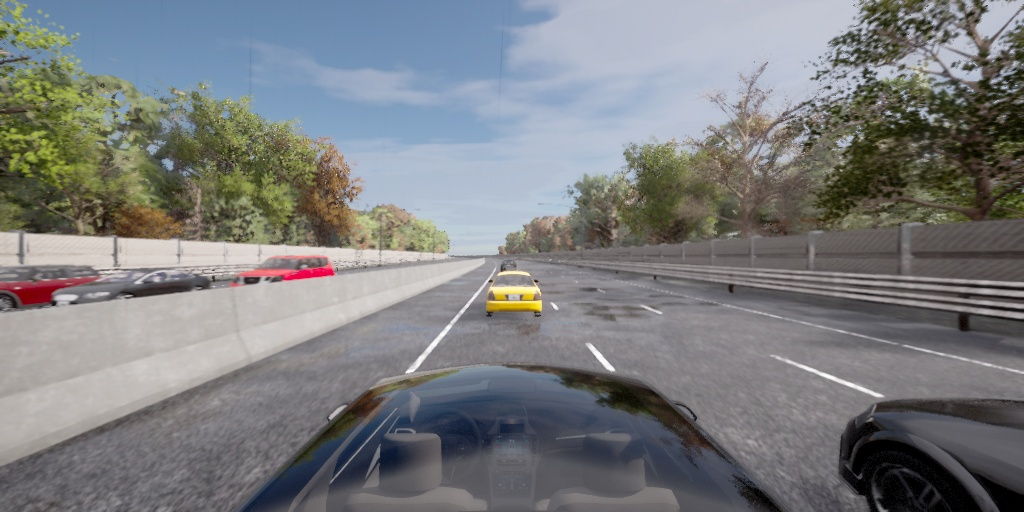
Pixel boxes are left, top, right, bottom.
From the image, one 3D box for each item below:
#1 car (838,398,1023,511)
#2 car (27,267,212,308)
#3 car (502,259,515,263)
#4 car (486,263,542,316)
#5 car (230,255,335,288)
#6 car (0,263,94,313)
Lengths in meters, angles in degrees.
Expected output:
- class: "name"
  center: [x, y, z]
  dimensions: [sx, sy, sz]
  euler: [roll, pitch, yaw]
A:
- class: "car"
  center: [3.591, 1.313, 1.094]
  dimensions: [1.994, 1.385, 4.181]
  euler: [0, 0, 0]
- class: "car"
  center: [-14.157, 1.248, 13.749]
  dimensions: [2.128, 1.511, 4.902]
  euler: [0, 0, 0]
- class: "car"
  center: [-0.443, 1.197, 44.247]
  dimensions: [2.033, 1.649, 4.856]
  euler: [0, 0, -1]
- class: "car"
  center: [0.047, 1.211, 13.238]
  dimensions: [1.801, 1.575, 5.366]
  euler: [0, 0, 0]
- class: "car"
  center: [-10.685, 0.979, 17.332]
  dimensions: [2.150, 2.045, 5.566]
  euler: [0, 0, -1]
- class: "car"
  center: [-17.652, 1.109, 12.994]
  dimensions: [2.097, 1.767, 4.553]
  euler: [0, 0, 0]
